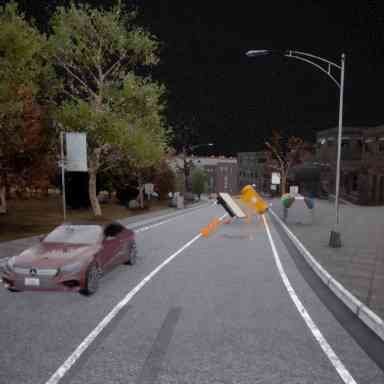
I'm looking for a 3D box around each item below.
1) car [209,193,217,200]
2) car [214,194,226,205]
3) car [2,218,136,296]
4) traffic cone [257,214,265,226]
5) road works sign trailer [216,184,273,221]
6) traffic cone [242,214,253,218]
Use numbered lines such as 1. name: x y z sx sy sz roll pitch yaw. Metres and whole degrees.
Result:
1. car: 5.718 1.084 85.768 2.097 1.767 4.553 -1 0 -5
2. car: 4.954 1.388 52.254 1.994 1.385 4.181 1 0 8
3. car: -2.804 1.467 8.756 1.812 1.442 4.674 1 0 7
4. traffic cone: 4.669 1.946 21.984 0.340 0.580 0.340 1 0 20
5. road works sign trailer: 3.299 1.093 23.644 3.560 2.880 2.380 4 42 -51
6. traffic cone: 3.681 1.927 22.008 0.340 0.580 0.340 2 2 7
